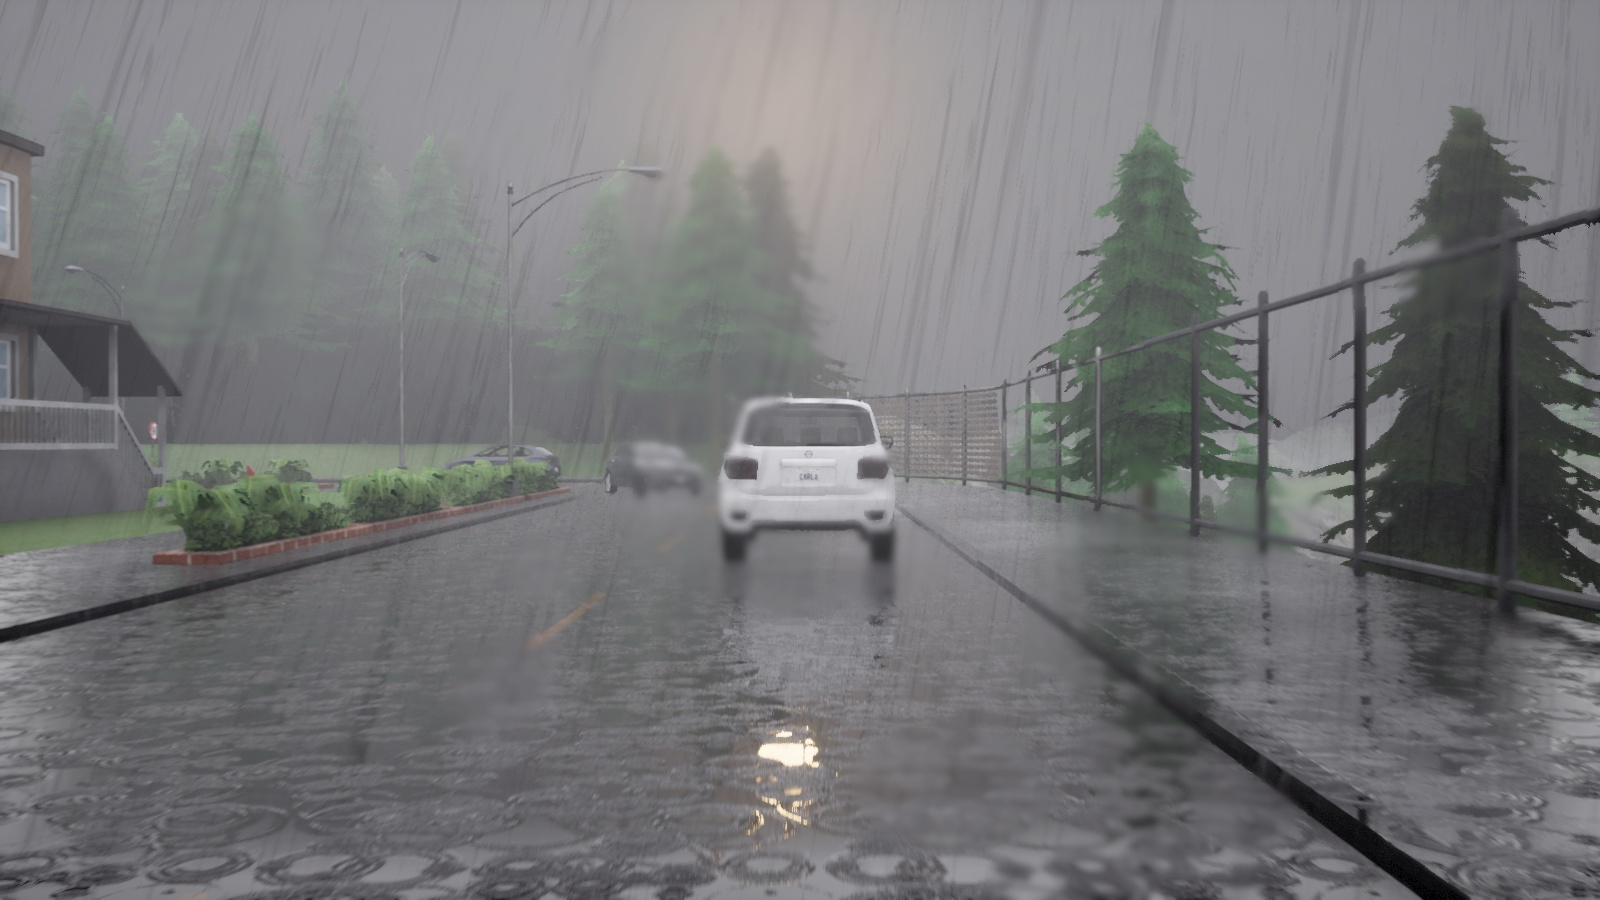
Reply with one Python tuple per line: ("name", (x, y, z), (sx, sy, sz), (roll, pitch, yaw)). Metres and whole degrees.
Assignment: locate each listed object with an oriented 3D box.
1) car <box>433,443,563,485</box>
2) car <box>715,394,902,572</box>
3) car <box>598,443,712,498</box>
("car", (-10.931, 0.495, 45.580), (4.193, 1.474, 1.816), (0, 0, 8))
("car", (0.113, 0.368, 17.231), (2.150, 2.045, 5.566), (0, 0, 0))
("car", (-4.256, 0.545, 36.191), (1.837, 1.490, 4.892), (1, 0, -24))
